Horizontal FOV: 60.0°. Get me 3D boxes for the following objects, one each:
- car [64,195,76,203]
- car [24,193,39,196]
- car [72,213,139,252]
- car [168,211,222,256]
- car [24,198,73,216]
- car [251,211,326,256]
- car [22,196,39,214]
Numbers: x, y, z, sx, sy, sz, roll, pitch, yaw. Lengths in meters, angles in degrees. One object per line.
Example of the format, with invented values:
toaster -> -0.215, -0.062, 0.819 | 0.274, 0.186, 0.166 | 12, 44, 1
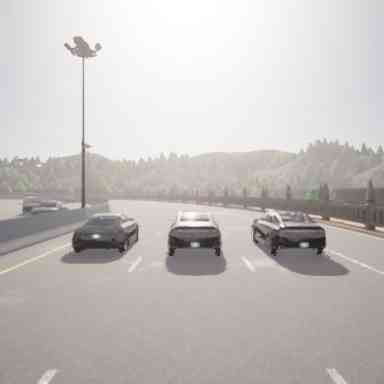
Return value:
car -> -24.343, 1.413, 65.796 | 1.812, 1.442, 4.674 | 0, 0, -31
car -> -28.858, 1.176, 59.732 | 2.150, 2.045, 5.566 | 0, 0, -30
car -> -3.417, 1.546, 13.838 | 1.994, 1.385, 4.181 | 0, 0, 0
car -> 0.089, 1.475, 13.094 | 2.128, 1.511, 4.902 | 0, 0, 0
car -> -11.248, 1.470, 26.434 | 1.837, 1.490, 4.892 | 0, 0, -6
car -> 3.587, 1.475, 13.063 | 2.128, 1.511, 4.902 | 0, 0, 0
car -> -15.991, 1.433, 34.433 | 1.882, 1.535, 5.008 | 0, 0, -12
